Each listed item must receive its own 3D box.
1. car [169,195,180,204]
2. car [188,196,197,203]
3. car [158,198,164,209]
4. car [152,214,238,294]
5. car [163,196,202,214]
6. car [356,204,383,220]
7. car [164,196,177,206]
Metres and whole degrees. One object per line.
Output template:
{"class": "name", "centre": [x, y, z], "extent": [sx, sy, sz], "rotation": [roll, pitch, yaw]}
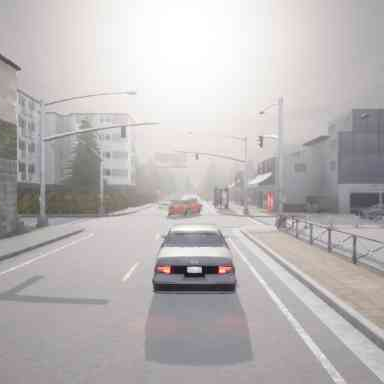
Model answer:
{"class": "car", "centre": [-3.440, 1.478, 65.975], "extent": [1.882, 1.535, 5.008], "rotation": [0, 0, 0]}
{"class": "car", "centre": [0.197, 1.526, 68.808], "extent": [1.812, 1.442, 4.674], "rotation": [0, 0, 0]}
{"class": "car", "centre": [-3.534, 1.526, 45.830], "extent": [1.812, 1.442, 4.674], "rotation": [0, 0, 0]}
{"class": "car", "centre": [0.072, 1.547, 8.922], "extent": [2.033, 1.411, 5.357], "rotation": [0, 0, 1]}
{"class": "car", "centre": [-0.631, 1.428, 33.660], "extent": [2.097, 1.767, 4.553], "rotation": [0, 3, 24]}
{"class": "car", "centre": [16.756, 1.740, 29.296], "extent": [4.181, 1.385, 1.994], "rotation": [0, 0, 0]}
{"class": "car", "centre": [-3.508, 1.505, 55.834], "extent": [1.837, 1.490, 4.892], "rotation": [0, 0, 0]}
